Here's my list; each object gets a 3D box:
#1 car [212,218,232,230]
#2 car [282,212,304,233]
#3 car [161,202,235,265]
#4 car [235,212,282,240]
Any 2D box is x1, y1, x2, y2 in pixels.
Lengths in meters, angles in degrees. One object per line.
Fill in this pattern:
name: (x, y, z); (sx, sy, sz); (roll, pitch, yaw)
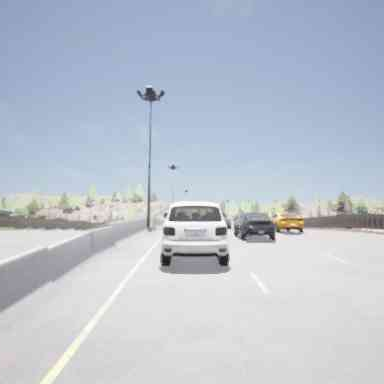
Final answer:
car: (3.583, 3.847, 39.855); (1.994, 1.385, 4.181); (0, -7, 0)
car: (7.089, 2.334, 25.797); (1.882, 1.535, 5.008); (0, -4, 0)
car: (0.094, 1.393, 12.415); (2.150, 2.045, 5.566); (0, -1, 0)
car: (3.591, 1.961, 19.650); (1.837, 1.490, 4.892); (0, -3, 0)
